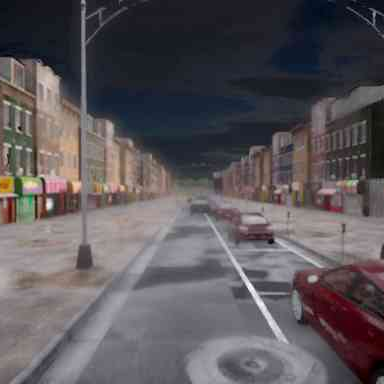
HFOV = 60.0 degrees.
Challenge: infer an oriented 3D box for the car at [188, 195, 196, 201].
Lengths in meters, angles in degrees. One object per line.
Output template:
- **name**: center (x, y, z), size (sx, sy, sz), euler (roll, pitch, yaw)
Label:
- **car**: center (0.024, 1.500, 83.600), size (2.033, 1.411, 5.357), euler (0, 0, 0)

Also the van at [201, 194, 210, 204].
- **van**: center (2.636, 1.380, 65.153), size (1.690, 1.788, 3.998), euler (-1, 0, 0)

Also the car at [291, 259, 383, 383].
- **car**: center (2.624, 1.548, 4.295), size (1.887, 1.381, 4.507), euler (-1, 0, 0)

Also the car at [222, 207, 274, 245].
- **car**: center (2.628, 1.591, 15.360), size (1.802, 1.307, 4.206), euler (-1, 0, 0)

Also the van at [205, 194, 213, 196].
- **van**: center (2.628, 1.363, 37.490), size (1.690, 1.788, 3.998), euler (-1, 0, 0)

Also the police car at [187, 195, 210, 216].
- **police car**: center (0.753, 1.445, 33.354), size (1.930, 1.638, 5.238), euler (0, 0, -1)

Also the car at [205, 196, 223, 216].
- **car**: center (2.629, 1.459, 31.958), size (1.967, 1.590, 4.097), euler (-1, 0, 0)

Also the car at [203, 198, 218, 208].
- **car**: center (2.636, 1.579, 48.556), size (2.008, 1.369, 4.403), euler (-1, 0, 0)

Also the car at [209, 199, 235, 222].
- **car**: center (2.630, 1.560, 26.425), size (1.887, 1.381, 4.507), euler (-1, 0, 0)

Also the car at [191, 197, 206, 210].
- **car**: center (0.838, 1.481, 43.450), size (1.801, 1.575, 5.366), euler (0, 0, 0)
